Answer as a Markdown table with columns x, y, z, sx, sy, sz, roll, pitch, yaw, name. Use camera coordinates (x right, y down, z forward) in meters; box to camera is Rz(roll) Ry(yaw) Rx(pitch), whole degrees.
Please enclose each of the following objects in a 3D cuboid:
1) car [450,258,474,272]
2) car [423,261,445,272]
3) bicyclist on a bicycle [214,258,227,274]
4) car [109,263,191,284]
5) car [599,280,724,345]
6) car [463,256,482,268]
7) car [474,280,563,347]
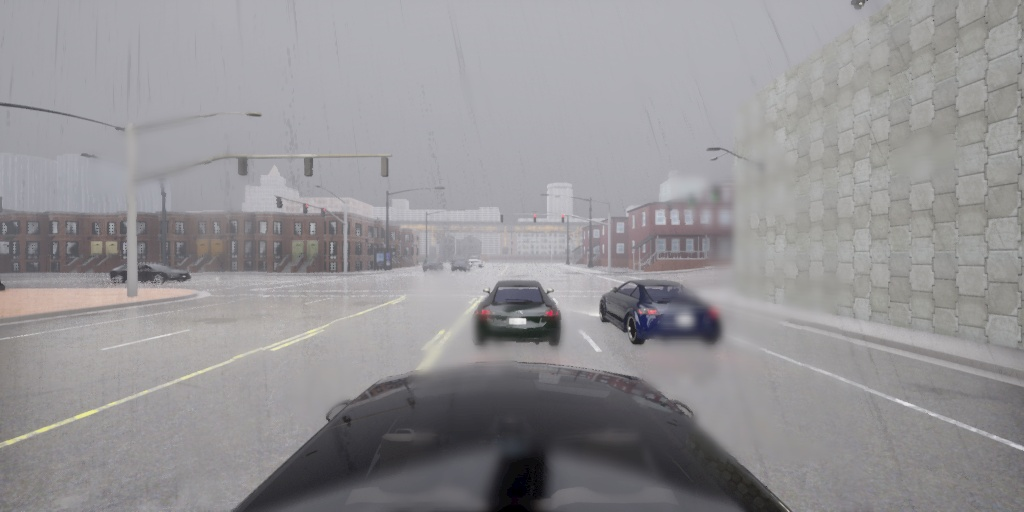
| x | y | z | sx | sy | sz | roll | pitch | yaw | name |
| --- | --- | --- | --- | --- | --- | --- | --- | --- | --- |
| -6.541 | 1.296 | 46.215 | 2.033 | 1.411 | 5.357 | 0 | 0 | 1 | car |
| -10.036 | 1.296 | 46.488 | 2.033 | 1.411 | 5.357 | 0 | 0 | 1 | car |
| -30.380 | 1.052 | 37.372 | 0.582 | 1.620 | 1.656 | 0 | 0 | 1 | bicyclist on a bicycle |
| -26.514 | 1.254 | 26.352 | 4.892 | 1.490 | 1.837 | 0 | 0 | 1 | car |
| 3.670 | 1.314 | 9.546 | 1.994 | 1.385 | 4.181 | 0 | 0 | 1 | car |
| -6.342 | 0.971 | 60.731 | 2.150 | 2.045 | 5.566 | 0 | 0 | 1 | car |
| 0.166 | 1.314 | 9.388 | 1.994 | 1.385 | 4.181 | 0 | 0 | 1 | car |
